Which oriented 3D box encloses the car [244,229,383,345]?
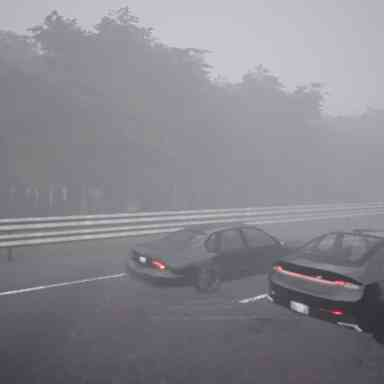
[{"bbox_3d":[3.546,1.465,6.278,4.902,1.511,2.128,0,0,-35],"label":"car"}]

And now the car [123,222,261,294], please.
[{"bbox_3d":[0.957,1.520,8.728,5.357,1.411,2.033,0,0,-35],"label":"car"}]
